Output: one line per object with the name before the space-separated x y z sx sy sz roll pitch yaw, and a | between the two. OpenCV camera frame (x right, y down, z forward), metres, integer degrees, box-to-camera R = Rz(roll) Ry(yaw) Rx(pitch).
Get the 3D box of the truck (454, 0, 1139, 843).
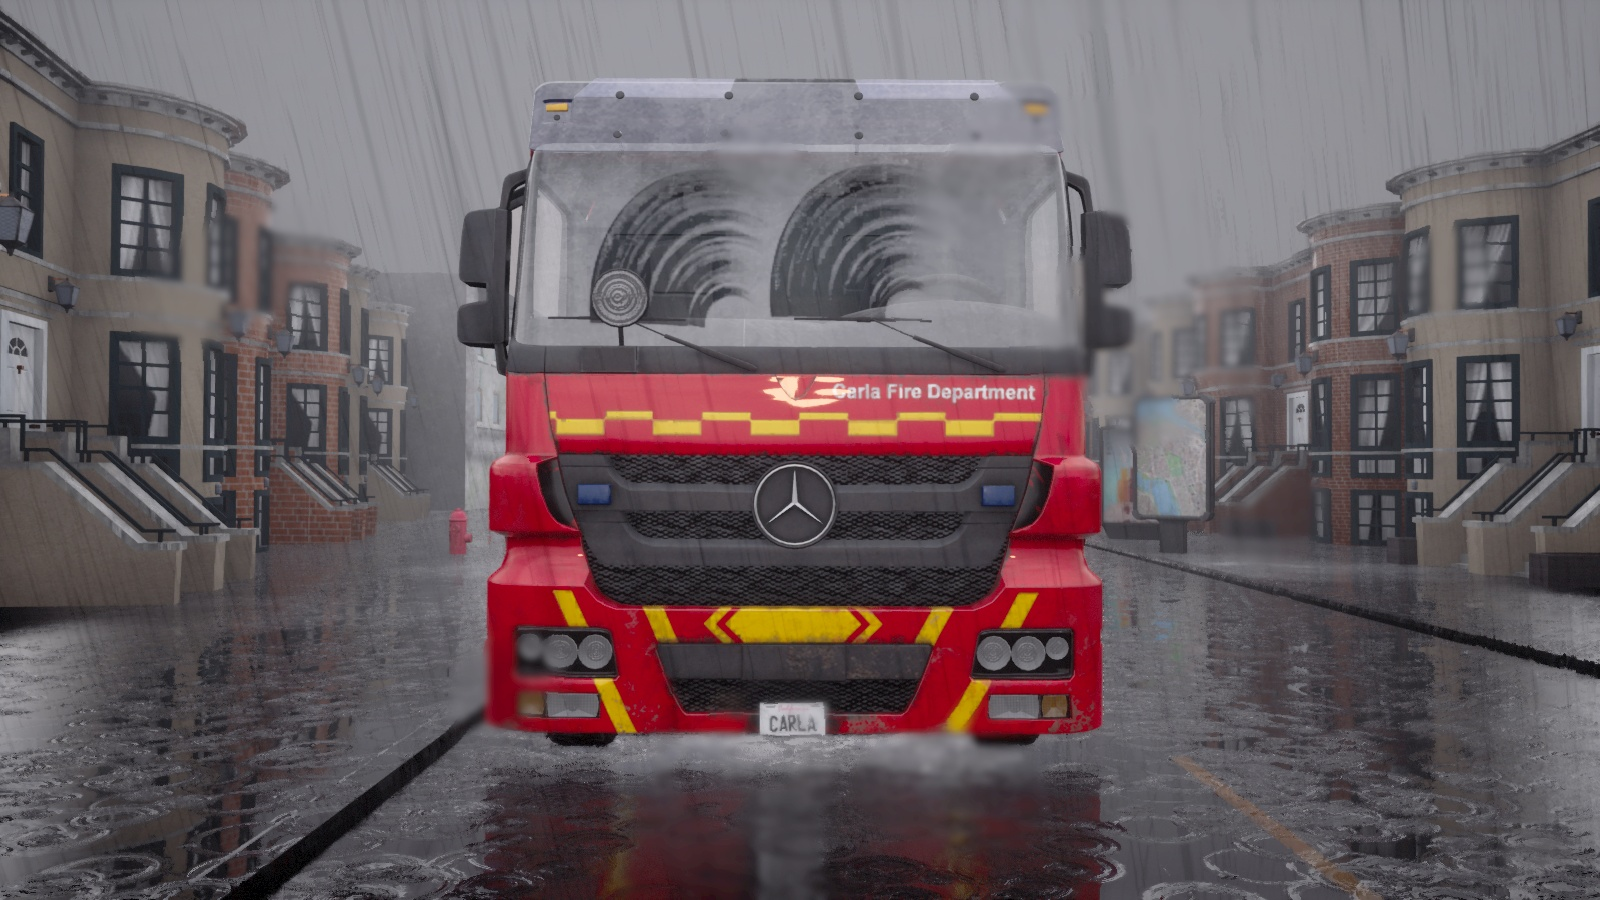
truck | -0.032 -0.190 9.565 2.891 3.827 8.468 0 -1 0
